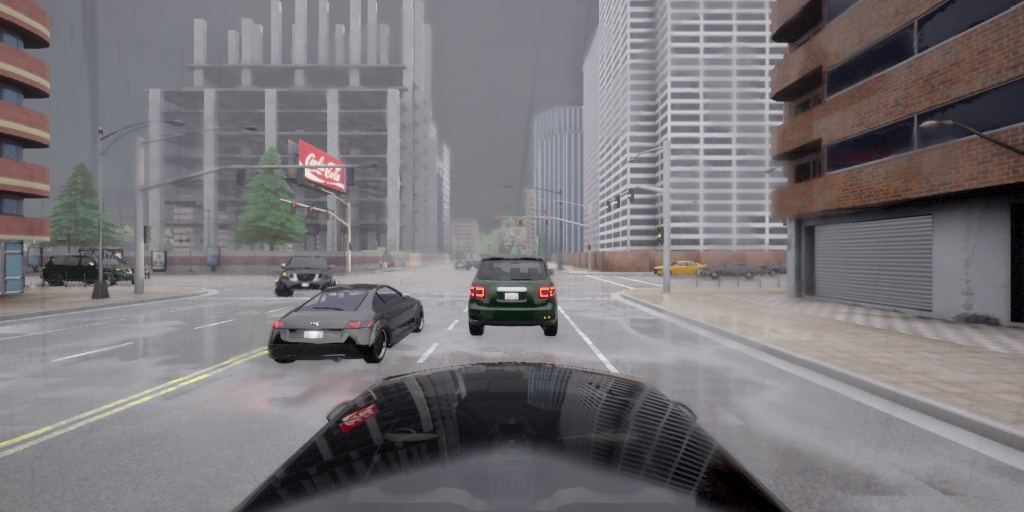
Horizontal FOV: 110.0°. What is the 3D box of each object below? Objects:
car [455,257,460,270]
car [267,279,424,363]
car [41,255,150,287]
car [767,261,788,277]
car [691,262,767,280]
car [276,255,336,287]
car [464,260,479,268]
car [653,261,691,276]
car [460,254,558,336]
[{"bbox_3d":[-6.841,1.240,50.673,2.128,1.511,4.902,0,0,0],"label":"car"},{"bbox_3d":[-3.378,1.314,8.137,1.994,1.385,4.181,0,0,0],"label":"car"},{"bbox_3d":[-27.761,0.970,24.031,5.566,2.045,2.150,0,0,0],"label":"car"},{"bbox_3d":[26.228,1.241,34.726,4.902,1.511,2.128,0,0,0],"label":"car"},{"bbox_3d":[18.770,1.241,31.234,4.902,1.511,2.128,0,0,0],"label":"car"},{"bbox_3d":[-10.750,0.970,19.085,2.150,2.045,5.566,2,-1,-26],"label":"car"},{"bbox_3d":[-6.775,1.313,59.783,1.994,1.385,4.181,0,0,1],"label":"car"},{"bbox_3d":[16.292,1.227,34.735,5.008,1.535,1.882,0,0,0],"label":"car"},{"bbox_3d":[0.098,0.971,10.525,2.150,2.045,5.566,0,0,2],"label":"car"}]
